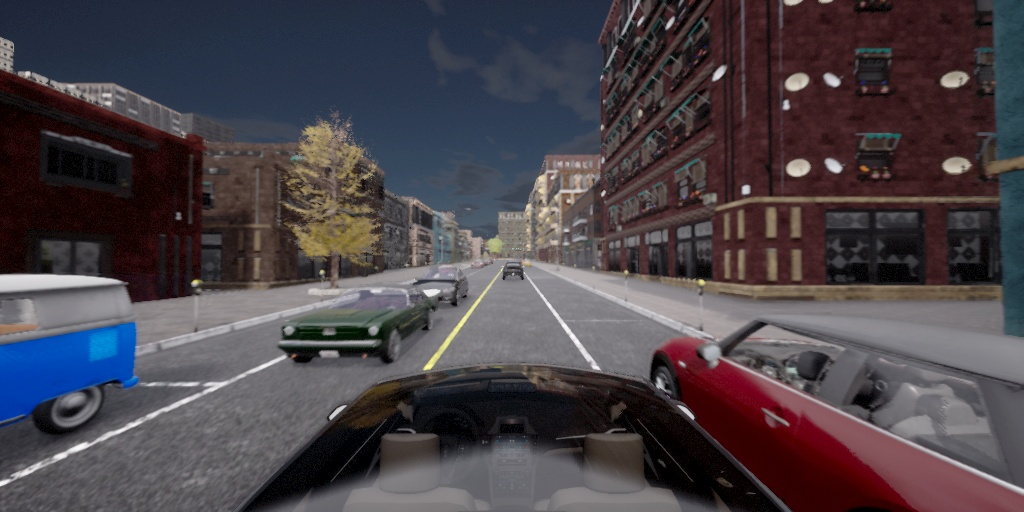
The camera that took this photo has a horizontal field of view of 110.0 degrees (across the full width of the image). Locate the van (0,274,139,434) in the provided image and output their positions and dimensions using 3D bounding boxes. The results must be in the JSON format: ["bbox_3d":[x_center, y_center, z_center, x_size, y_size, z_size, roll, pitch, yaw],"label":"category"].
[{"bbox_3d":[-5.689,1.091,2.932,1.690,1.789,3.998,0,0,0],"label":"van"}]

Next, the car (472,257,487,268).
[{"bbox_3d":[-5.679,1.219,59.798,1.967,1.591,4.097,0,0,0],"label":"car"}]

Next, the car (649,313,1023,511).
[{"bbox_3d":[2.691,1.190,2.991,1.967,1.591,4.097,0,0,0],"label":"car"}]

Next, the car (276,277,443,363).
[{"bbox_3d":[-3.077,1.354,8.262,1.895,1.301,4.718,0,0,0],"label":"car"}]

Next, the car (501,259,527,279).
[{"bbox_3d":[0.106,1.269,32.182,1.837,1.490,4.892,0,0,0],"label":"car"}]

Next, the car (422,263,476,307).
[{"bbox_3d":[-2.998,1.248,15.622,2.128,1.511,4.902,0,0,0],"label":"car"}]
